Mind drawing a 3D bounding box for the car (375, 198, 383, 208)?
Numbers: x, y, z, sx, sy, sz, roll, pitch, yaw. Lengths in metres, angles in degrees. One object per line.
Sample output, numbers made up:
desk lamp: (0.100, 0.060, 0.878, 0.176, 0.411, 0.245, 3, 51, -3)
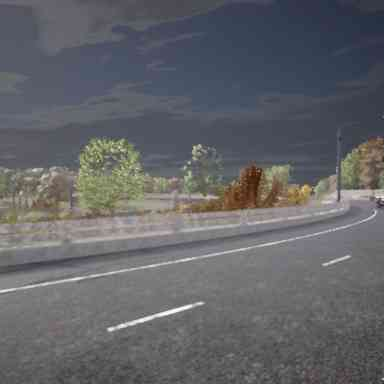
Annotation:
car: (27.791, 1.593, 48.102, 2.128, 1.511, 4.902, 0, 0, 23)
